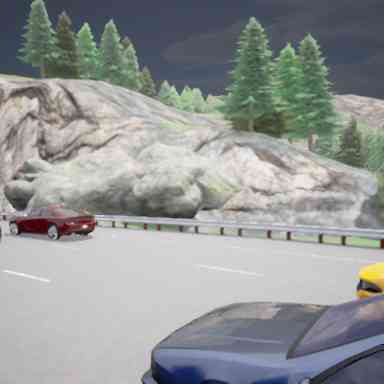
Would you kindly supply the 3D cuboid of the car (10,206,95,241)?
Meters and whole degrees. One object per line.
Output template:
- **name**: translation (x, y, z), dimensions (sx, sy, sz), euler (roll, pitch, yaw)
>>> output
- **car**: translation (-7.088, 1.457, 16.698), dimensions (5.008, 1.535, 1.882), euler (0, 0, 31)

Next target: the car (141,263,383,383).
- **car**: translation (2.125, 1.539, 2.424), dimensions (5.357, 1.411, 2.033), euler (0, 0, 35)

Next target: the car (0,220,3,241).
- **car**: translation (-10.440, 1.340, 14.594), dimensions (4.553, 1.767, 2.097), euler (0, 0, 31)

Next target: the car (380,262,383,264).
- **car**: translation (5.045, 1.462, 4.589), dimensions (5.008, 1.535, 1.882), euler (0, 0, 36)
